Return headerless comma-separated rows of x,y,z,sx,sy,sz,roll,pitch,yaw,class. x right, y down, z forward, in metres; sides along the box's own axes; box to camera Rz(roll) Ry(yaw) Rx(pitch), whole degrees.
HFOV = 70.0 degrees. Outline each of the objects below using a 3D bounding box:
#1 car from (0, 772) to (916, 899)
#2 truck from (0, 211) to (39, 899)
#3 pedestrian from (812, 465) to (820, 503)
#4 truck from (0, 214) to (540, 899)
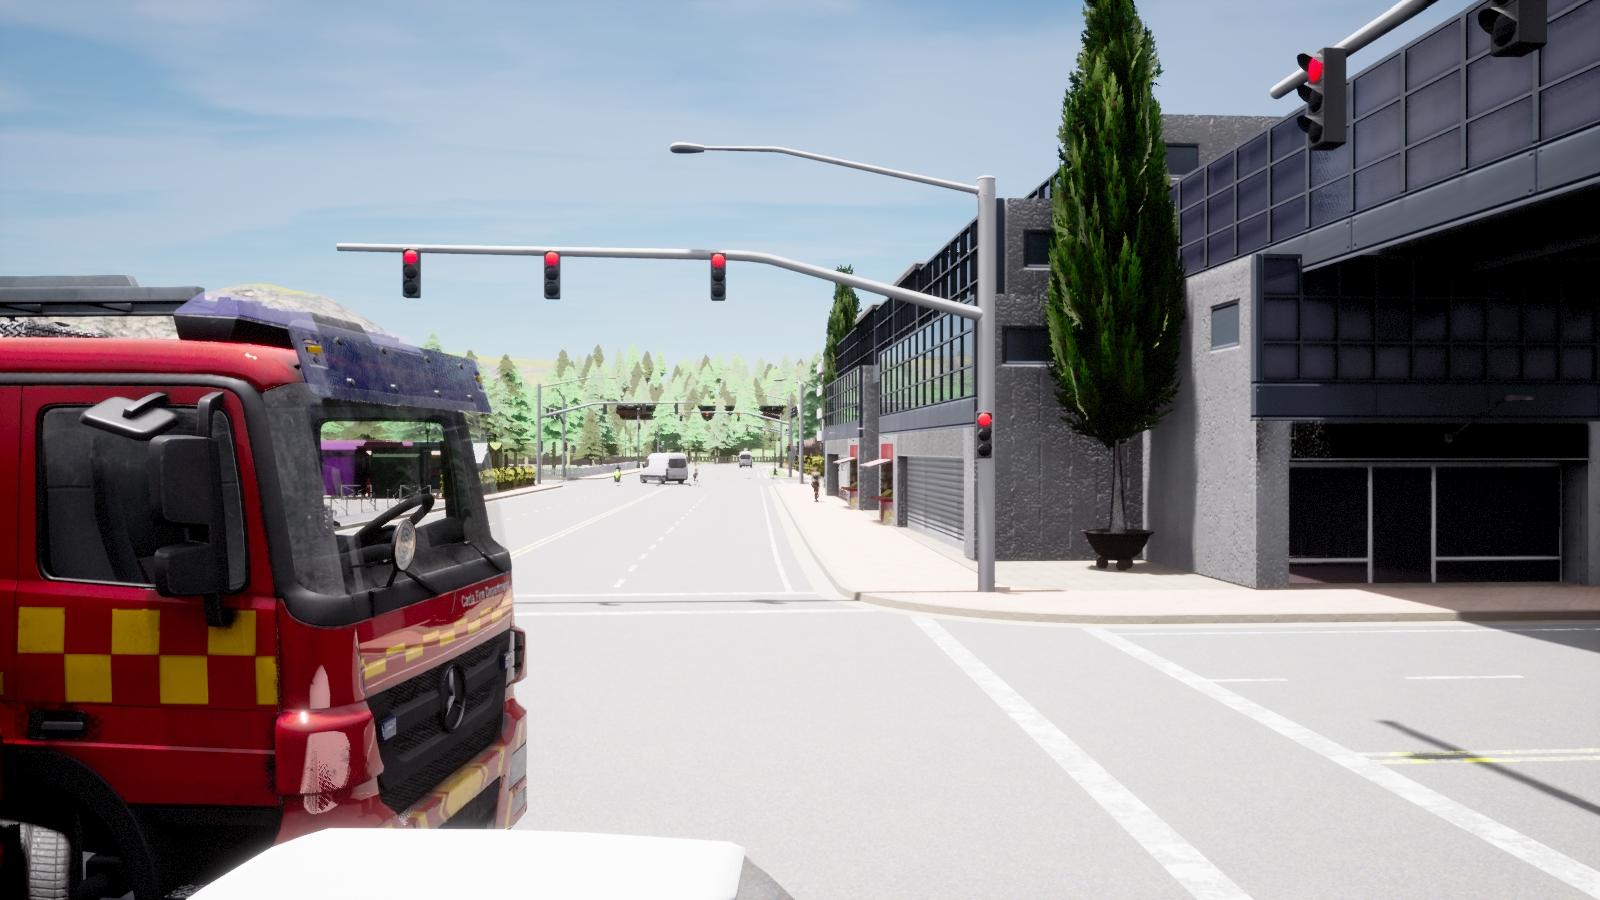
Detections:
-1.549,2.065,3.579,3.806,1.475,1.970,0,0,5,car
-7.587,0.890,3.490,8.468,3.827,2.891,0,0,-3,truck
0.793,1.696,57.135,0.375,1.860,0.375,0,0,0,pedestrian
-6.102,0.890,6.659,8.468,3.827,2.891,0,0,4,truck
